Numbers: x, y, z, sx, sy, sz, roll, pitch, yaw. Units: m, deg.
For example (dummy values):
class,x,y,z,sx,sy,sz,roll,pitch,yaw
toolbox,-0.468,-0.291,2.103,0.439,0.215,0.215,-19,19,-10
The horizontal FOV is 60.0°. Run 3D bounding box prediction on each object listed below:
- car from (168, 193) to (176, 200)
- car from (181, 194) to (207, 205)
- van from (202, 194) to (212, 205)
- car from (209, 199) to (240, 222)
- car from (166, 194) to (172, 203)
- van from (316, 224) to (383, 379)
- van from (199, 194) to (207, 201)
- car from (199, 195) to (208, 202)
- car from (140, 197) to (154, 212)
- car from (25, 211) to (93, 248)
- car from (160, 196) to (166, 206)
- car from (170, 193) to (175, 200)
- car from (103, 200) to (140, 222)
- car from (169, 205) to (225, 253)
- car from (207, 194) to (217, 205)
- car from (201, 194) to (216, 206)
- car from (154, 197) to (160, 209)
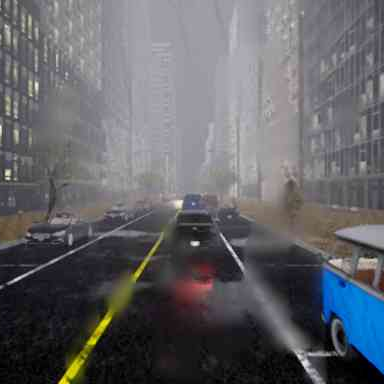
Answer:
class,x,y,z,sx,sy,sz,roll,pitch,yaw
car,-5.643,1.271,94.279,2.192,1.841,5.009,-1,0,0
car,0.120,1.209,33.763,2.150,2.045,5.566,0,0,0
van,2.717,1.317,60.172,1.690,1.788,3.998,-1,0,0
car,2.698,1.541,26.070,2.008,1.369,4.403,-1,0,0
car,-5.658,1.538,65.861,1.947,1.339,4.313,-1,0,0
van,2.682,1.340,3.336,1.690,1.788,3.998,-1,0,0
van,2.731,1.304,82.906,1.690,1.788,3.998,-1,0,0
car,2.728,1.406,77.223,1.967,1.590,4.097,-1,0,0
car,-5.675,1.568,37.443,1.802,1.307,4.206,-1,0,0
car,-5.690,1.546,14.708,2.008,1.369,4.403,-1,0,0
car,-5.665,1.504,54.324,1.752,1.417,4.829,-1,0,0
car,-5.651,1.517,77.229,2.008,1.369,4.403,-1,0,0
car,-5.683,1.541,26.075,2.008,1.369,4.403,-1,0,0
car,0.106,1.500,13.724,1.837,1.490,4.892,0,0,0
car,2.709,1.296,48.805,2.192,1.841,5.009,-1,0,0
car,2.713,1.293,54.489,2.192,1.841,5.009,-1,0,0
car,-5.673,1.423,43.126,1.967,1.590,4.097,-1,0,0
